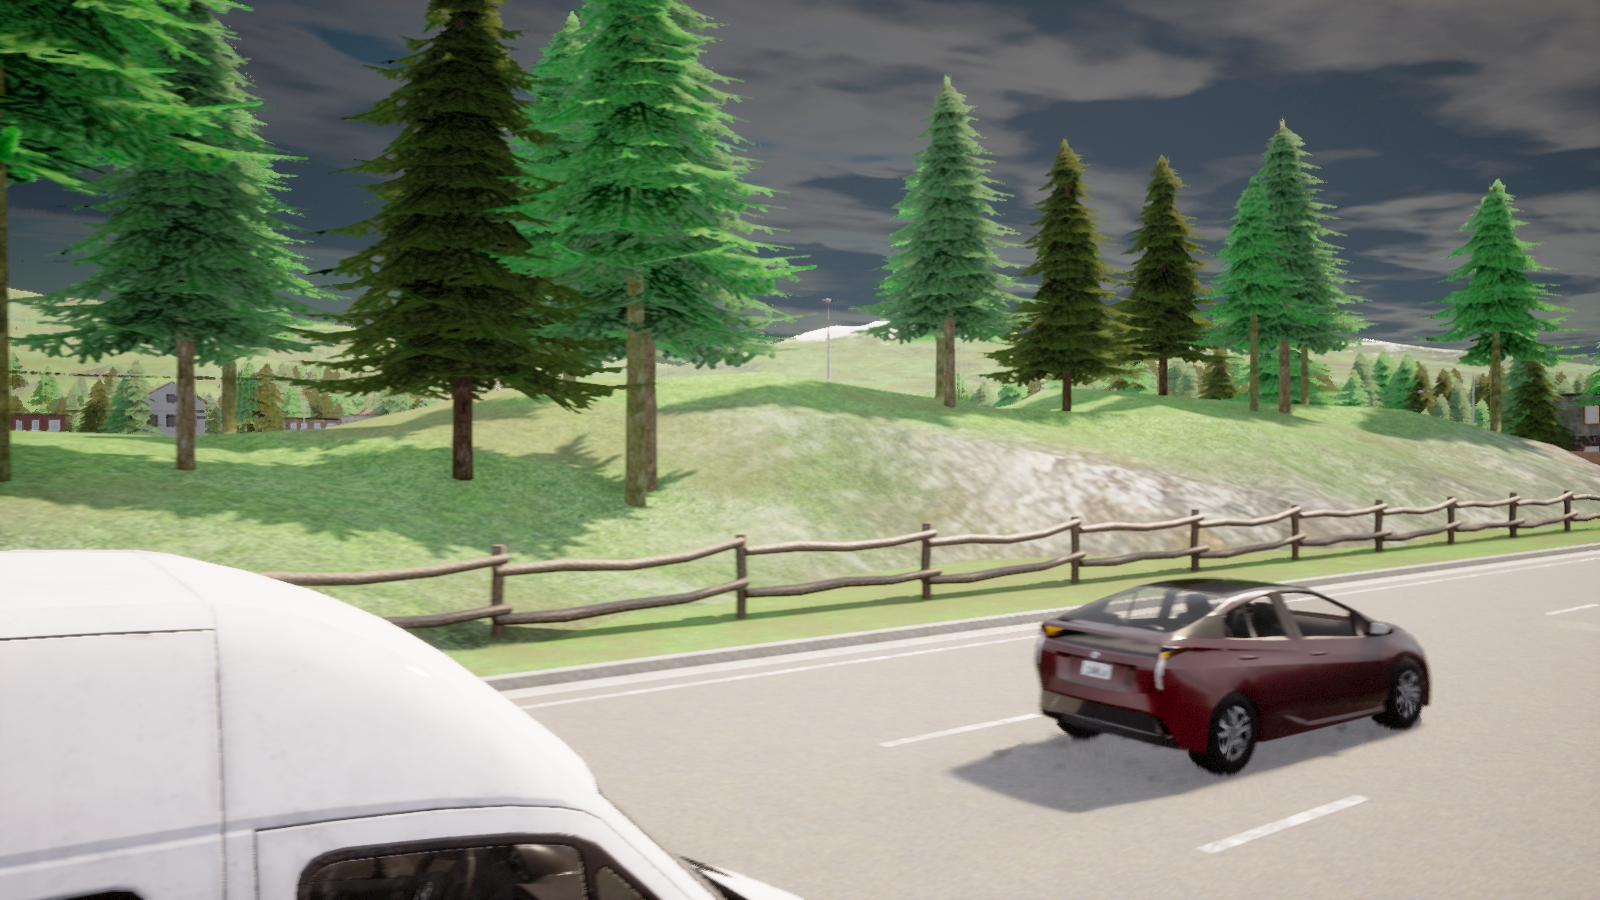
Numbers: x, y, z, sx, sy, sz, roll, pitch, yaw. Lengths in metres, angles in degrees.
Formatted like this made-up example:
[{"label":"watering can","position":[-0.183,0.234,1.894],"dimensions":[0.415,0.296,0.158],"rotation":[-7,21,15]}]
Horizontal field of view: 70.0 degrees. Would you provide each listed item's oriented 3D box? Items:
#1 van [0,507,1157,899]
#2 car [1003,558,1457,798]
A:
[{"label":"van","position":[-1.948,1.533,2.412],"dimensions":[5.915,2.561,1.988],"rotation":[0,0,-36]},{"label":"car","position":[4.347,2.029,11.296],"dimensions":[4.514,1.525,2.007],"rotation":[0,0,-35]}]
